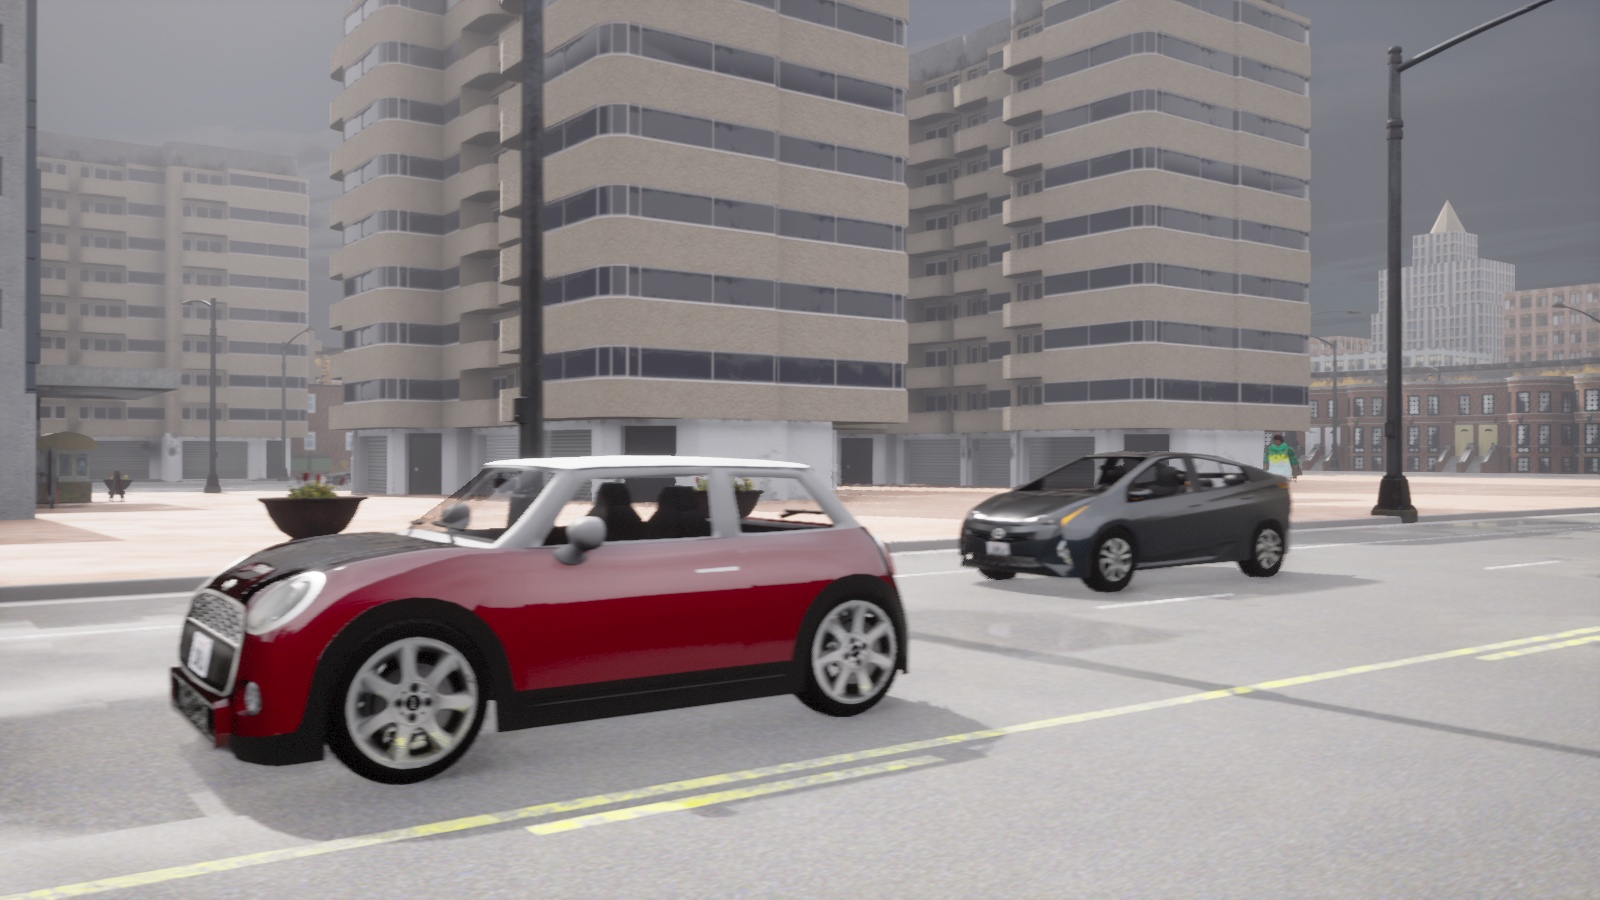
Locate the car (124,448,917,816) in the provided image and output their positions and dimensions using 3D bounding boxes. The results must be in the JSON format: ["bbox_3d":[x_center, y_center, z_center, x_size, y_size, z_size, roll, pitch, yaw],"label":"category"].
[{"bbox_3d":[-1.449,0.731,6.926,3.806,1.475,1.970,0,0,-35],"label":"car"}]

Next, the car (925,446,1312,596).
[{"bbox_3d":[3.855,0.721,14.896,4.514,1.525,2.007,0,0,-36],"label":"car"}]

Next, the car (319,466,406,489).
[{"bbox_3d":[-30.617,1.904,87.940,5.357,1.411,2.033,-1,0,-37],"label":"car"}]

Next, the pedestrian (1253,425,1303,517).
[{"bbox_3d":[10.377,0.446,27.259,0.873,1.952,0.659,0,0,-38],"label":"pedestrian"}]
